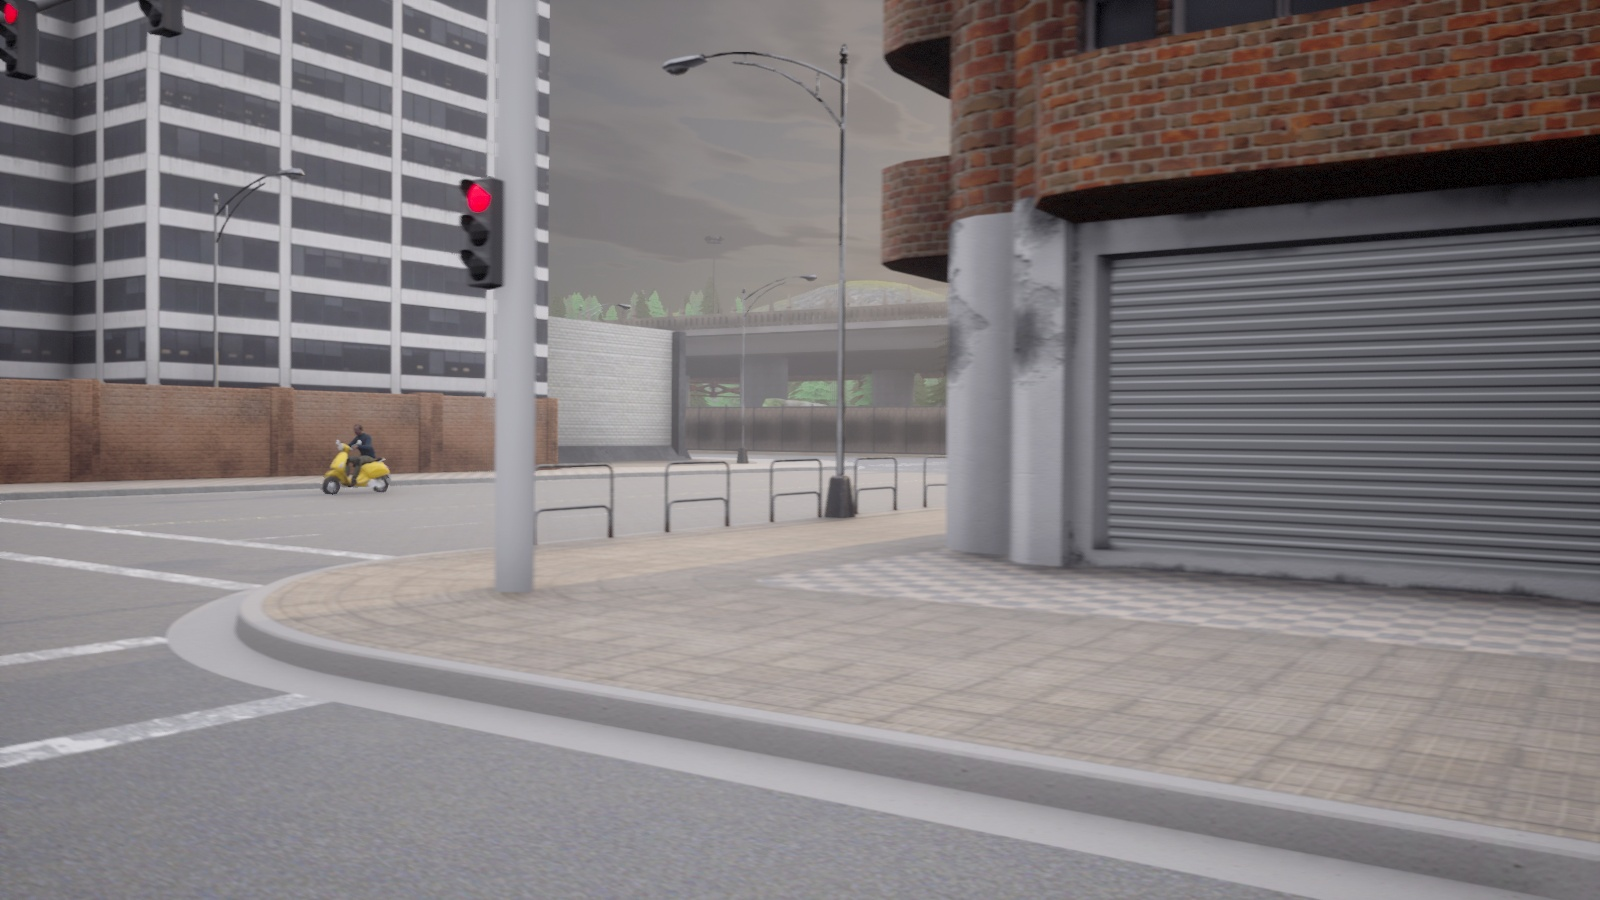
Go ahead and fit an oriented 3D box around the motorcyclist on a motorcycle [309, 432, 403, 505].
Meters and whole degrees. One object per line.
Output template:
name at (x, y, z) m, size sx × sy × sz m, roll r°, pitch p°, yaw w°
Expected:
motorcyclist on a motorcycle at (-9.969, 0.389, 28.271) m, size 0.866 × 1.590 × 1.817 m, roll 0°, pitch 1°, yaw 33°
